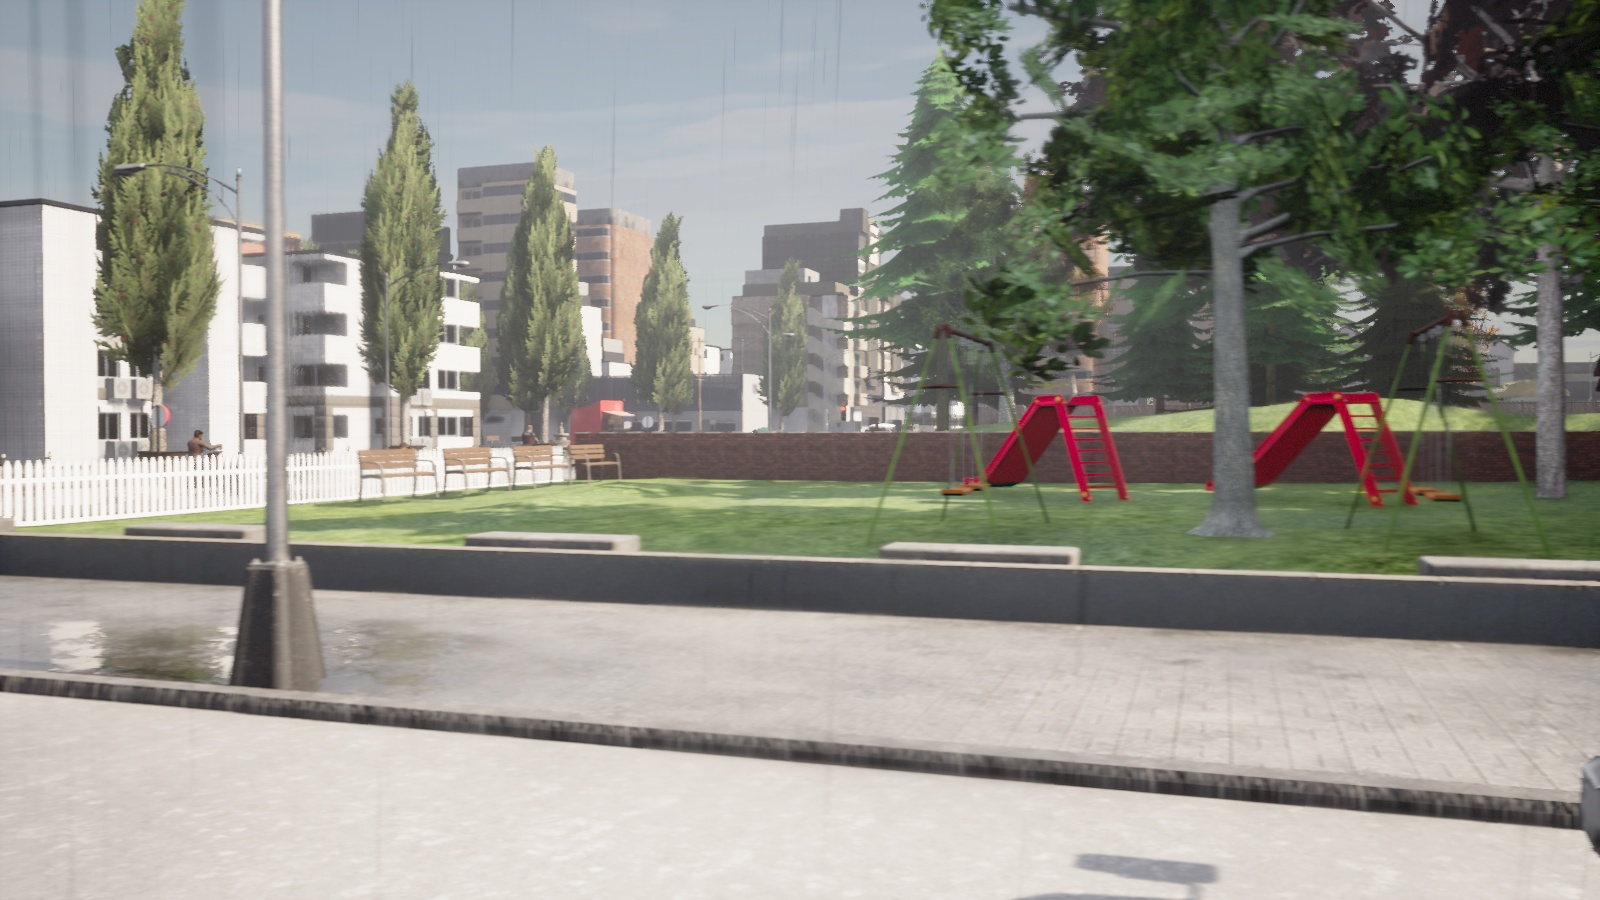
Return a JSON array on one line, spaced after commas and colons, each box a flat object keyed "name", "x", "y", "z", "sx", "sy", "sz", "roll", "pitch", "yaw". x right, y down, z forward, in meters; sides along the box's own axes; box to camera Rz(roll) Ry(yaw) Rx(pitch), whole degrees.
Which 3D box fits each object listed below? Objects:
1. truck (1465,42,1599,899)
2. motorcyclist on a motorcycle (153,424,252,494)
[{"name": "truck", "x": 4.352, "y": 0.323, "z": 2.249, "sx": 5.204, "sy": 2.467, "sz": 2.627, "roll": 1, "pitch": 1, "yaw": 19}, {"name": "motorcyclist on a motorcycle", "x": -14.666, "y": 0.200, "z": 30.914, "sx": 0.766, "sy": 1.649, "sz": 2.350, "roll": 1, "pitch": 1, "yaw": 19}]
